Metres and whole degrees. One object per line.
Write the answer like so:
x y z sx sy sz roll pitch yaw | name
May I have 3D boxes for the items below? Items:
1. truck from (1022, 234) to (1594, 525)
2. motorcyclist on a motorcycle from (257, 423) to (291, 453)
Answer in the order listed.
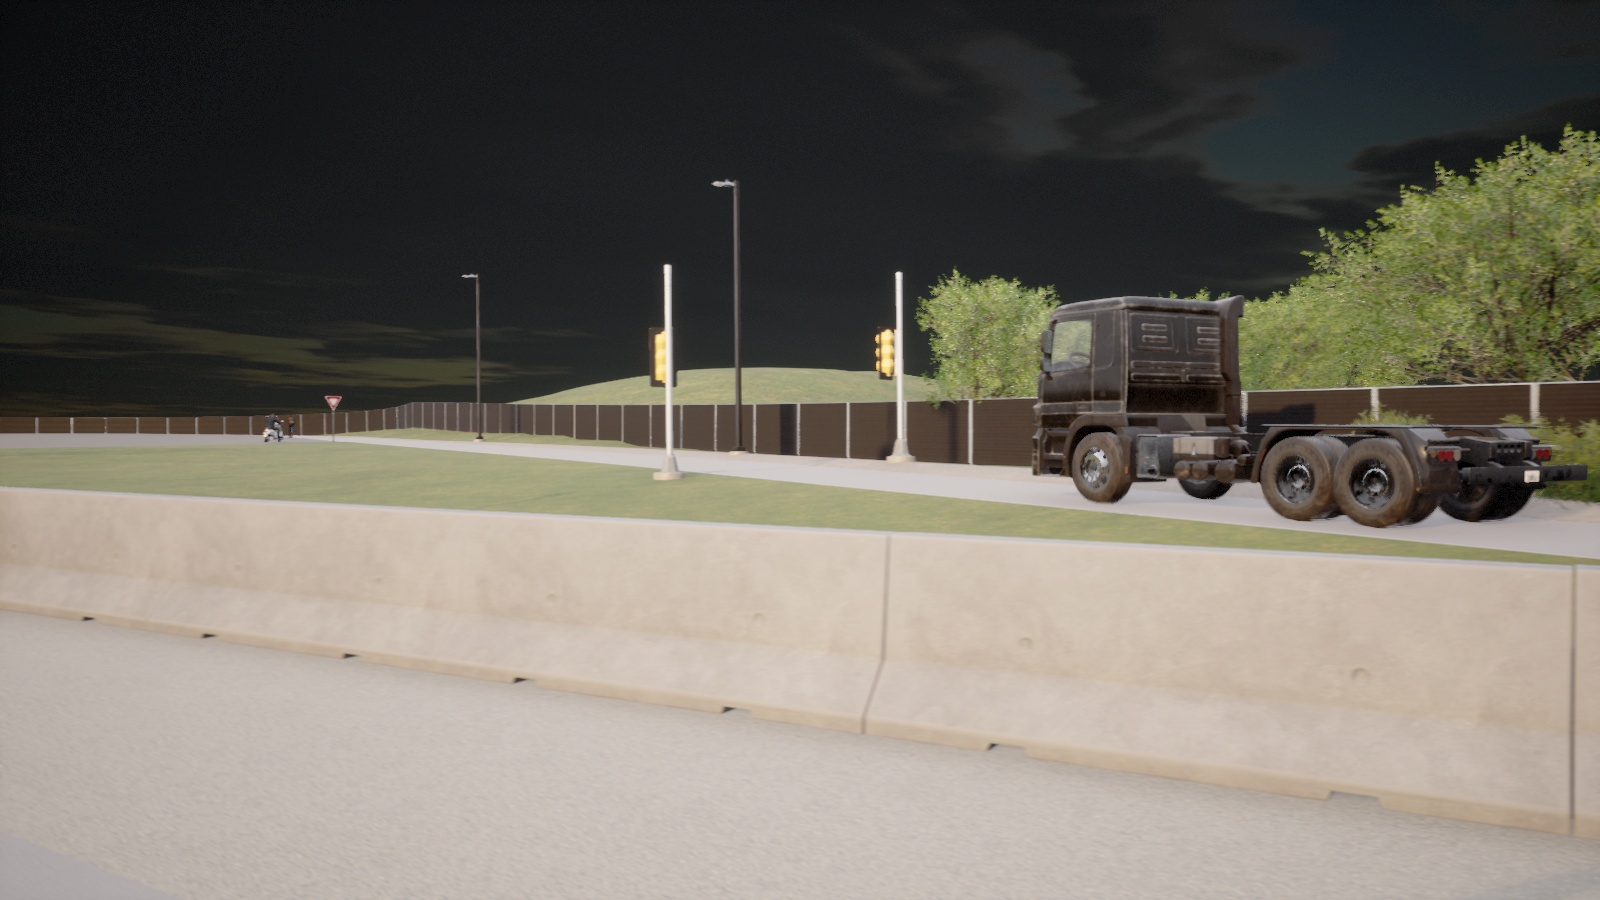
7.106 -0.934 19.088 2.891 3.462 7.936 -2 2 -30 | truck
-28.577 -0.666 68.208 0.866 1.590 1.817 -1 1 7 | motorcyclist on a motorcycle
